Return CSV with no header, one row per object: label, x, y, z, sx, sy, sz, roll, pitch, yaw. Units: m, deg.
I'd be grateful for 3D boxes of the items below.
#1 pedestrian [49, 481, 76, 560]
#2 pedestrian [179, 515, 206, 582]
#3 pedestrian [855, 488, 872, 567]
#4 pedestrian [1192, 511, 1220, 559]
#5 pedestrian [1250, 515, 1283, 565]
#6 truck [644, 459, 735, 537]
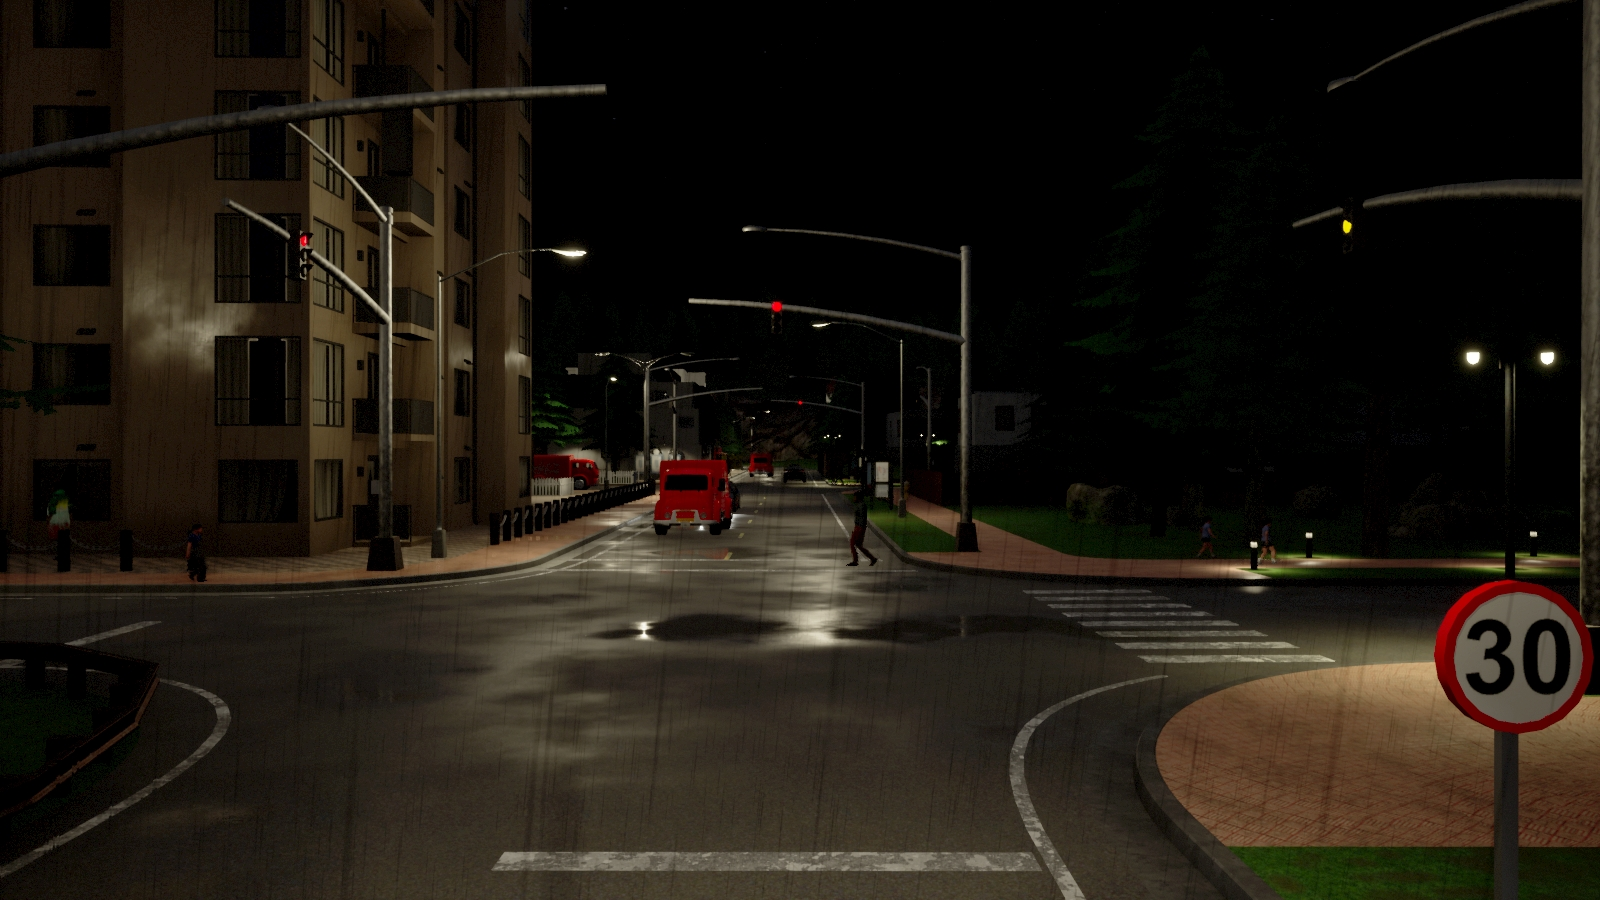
pedestrian,-17.547,1.677,27.191,0.375,1.860,0.375,0,0,7
pedestrian,-12.193,1.974,22.941,0.375,1.300,0.375,0,0,-11
pedestrian,1.517,1.829,27.191,0.375,1.860,0.375,0,0,0
pedestrian,9.767,2.044,27.523,0.500,1.100,0.500,0,0,0
pedestrian,10.661,2.044,26.099,0.500,1.100,0.500,0,0,-11
truck,-3.689,1.548,39.174,2.627,2.467,5.204,0,0,0
